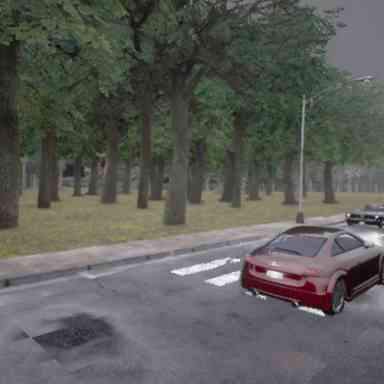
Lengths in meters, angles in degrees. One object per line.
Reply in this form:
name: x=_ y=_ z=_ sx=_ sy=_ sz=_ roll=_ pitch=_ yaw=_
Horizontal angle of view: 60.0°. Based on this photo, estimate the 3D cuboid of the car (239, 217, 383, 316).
car: x=2.937 y=1.483 z=7.543 sx=1.994 sy=1.385 sz=4.181 roll=2 pitch=2 yaw=45

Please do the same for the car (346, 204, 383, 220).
car: x=10.792 y=1.372 z=19.662 sx=1.895 sy=1.301 sz=4.718 roll=2 pitch=2 yaw=45
